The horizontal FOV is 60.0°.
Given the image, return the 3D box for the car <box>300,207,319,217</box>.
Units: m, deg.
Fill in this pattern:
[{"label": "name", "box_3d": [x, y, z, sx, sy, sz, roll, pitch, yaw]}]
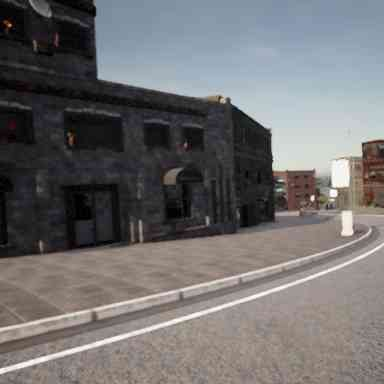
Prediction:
[{"label": "car", "box_3d": [21.320, 3.595, 60.653, 2.097, 1.767, 4.553, -3, -3, -2]}]
